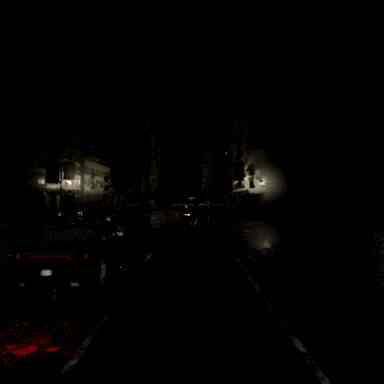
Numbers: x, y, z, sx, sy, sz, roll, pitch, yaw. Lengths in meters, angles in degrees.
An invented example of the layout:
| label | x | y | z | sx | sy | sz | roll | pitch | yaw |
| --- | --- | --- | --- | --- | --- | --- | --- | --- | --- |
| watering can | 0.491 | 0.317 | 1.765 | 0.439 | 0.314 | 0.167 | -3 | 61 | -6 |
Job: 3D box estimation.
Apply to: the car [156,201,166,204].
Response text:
| label | x | y | z | sx | sy | sz | roll | pitch | yaw |
| --- | --- | --- | --- | --- | --- | --- | --- | --- | --- |
| car | -6.527 | 2.578 | 70.362 | 1.812 | 1.442 | 4.674 | 0 | -1 | 0 |

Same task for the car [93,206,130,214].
| label | x | y | z | sx | sy | sz | roll | pitch | yaw |
| --- | --- | --- | --- | --- | --- | --- | --- | --- | --- |
| car | -6.609 | 1.946 | 28.789 | 2.128 | 1.511 | 4.902 | 0 | -1 | 0 |

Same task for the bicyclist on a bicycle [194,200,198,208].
| label | x | y | z | sx | sy | sz | roll | pitch | yaw |
| --- | --- | --- | --- | --- | --- | --- | --- | --- | --- |
| bicyclist on a bicycle | 0.863 | 2.511 | 70.521 | 0.866 | 1.612 | 1.509 | 0 | -1 | 0 |

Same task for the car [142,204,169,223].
| label | x | y | z | sx | sy | sz | roll | pitch | yaw |
| --- | --- | --- | --- | --- | --- | --- | --- | --- | --- |
| car | -3.163 | 2.084 | 30.608 | 1.895 | 1.301 | 4.718 | 0 | -1 | 0 |

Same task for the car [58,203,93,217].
| label | x | y | z | sx | sy | sz | roll | pitch | yaw |
| --- | --- | --- | --- | --- | --- | --- | --- | --- | --- |
| car | -9.859 | 1.807 | 28.854 | 2.097 | 1.767 | 4.553 | 0 | -1 | 0 |

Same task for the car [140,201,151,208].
| label | x | y | z | sx | sy | sz | roll | pitch | yaw |
| --- | --- | --- | --- | --- | --- | --- | --- | --- | --- |
| car | -9.777 | 2.606 | 70.361 | 1.994 | 1.385 | 4.181 | 0 | -1 | 0 |

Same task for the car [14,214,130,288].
| label | x | y | z | sx | sy | sz | roll | pitch | yaw |
| --- | --- | --- | --- | --- | --- | --- | --- | --- | --- |
| car | -3.163 | 1.633 | 9.713 | 1.882 | 1.535 | 5.008 | 0 | -1 | 0 |

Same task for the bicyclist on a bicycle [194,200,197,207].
| label | x | y | z | sx | sy | sz | roll | pitch | yaw |
| --- | --- | --- | --- | --- | --- | --- | --- | --- | --- |
| bicyclist on a bicycle | 0.859 | 2.638 | 79.520 | 0.866 | 1.612 | 1.509 | 0 | -1 | 0 |
